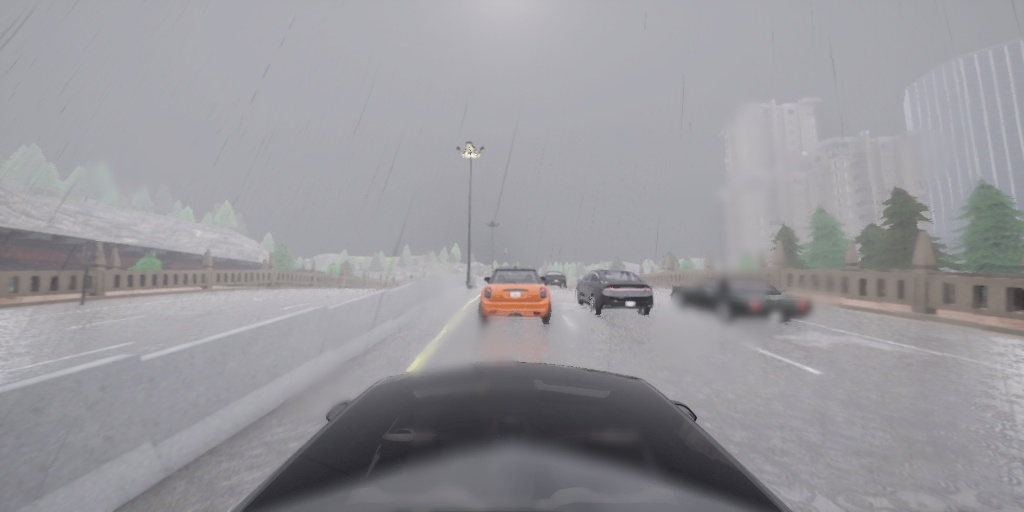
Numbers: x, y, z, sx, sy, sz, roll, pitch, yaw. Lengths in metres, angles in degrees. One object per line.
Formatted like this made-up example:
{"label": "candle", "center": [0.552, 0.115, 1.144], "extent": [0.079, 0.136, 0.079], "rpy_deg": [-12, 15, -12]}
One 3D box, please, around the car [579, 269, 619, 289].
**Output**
{"label": "car", "center": [7.100, 1.958, 29.949], "extent": [2.128, 1.511, 4.902], "rpy_deg": [0, -4, 0]}

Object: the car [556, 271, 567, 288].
{"label": "car", "center": [3.601, 2.073, 31.634], "extent": [1.882, 1.535, 5.008], "rpy_deg": [0, -5, 0]}

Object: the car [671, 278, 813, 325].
{"label": "car", "center": [7.100, 1.359, 11.842], "extent": [1.895, 1.301, 4.718], "rpy_deg": [0, 0, 0]}

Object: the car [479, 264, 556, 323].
{"label": "car", "center": [0.100, 1.112, 12.205], "extent": [2.097, 1.767, 4.553], "rpy_deg": [0, 0, 0]}

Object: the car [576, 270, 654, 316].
{"label": "car", "center": [3.600, 1.262, 13.318], "extent": [2.128, 1.511, 4.902], "rpy_deg": [0, -1, 0]}
